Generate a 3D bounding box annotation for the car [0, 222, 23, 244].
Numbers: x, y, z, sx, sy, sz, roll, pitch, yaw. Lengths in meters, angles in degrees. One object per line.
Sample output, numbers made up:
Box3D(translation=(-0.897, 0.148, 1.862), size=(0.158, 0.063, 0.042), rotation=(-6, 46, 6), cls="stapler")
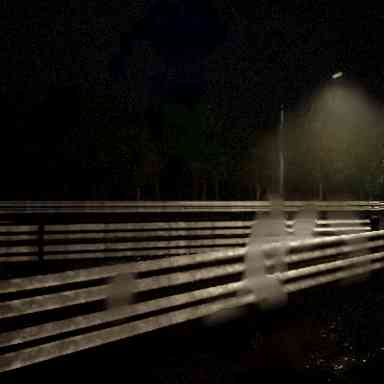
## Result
Box3D(translation=(-8.554, 1.406, 11.951), size=(4.718, 1.301, 1.895), rotation=(1, 0, -18), cls="car")
